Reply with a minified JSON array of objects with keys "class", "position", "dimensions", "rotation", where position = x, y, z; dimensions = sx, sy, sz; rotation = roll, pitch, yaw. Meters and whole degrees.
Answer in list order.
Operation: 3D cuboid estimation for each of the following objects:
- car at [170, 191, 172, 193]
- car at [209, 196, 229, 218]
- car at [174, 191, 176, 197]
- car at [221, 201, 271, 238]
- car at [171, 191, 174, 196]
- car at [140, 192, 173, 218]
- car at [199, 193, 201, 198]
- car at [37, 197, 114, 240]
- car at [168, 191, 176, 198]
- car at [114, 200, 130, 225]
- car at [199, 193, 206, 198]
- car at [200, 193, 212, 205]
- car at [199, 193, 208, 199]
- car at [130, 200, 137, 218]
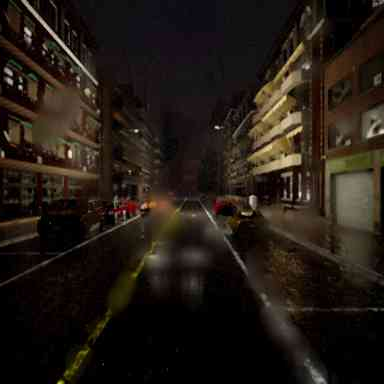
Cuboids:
[{"class":"car","position":[-5.671,1.056,67.185],"dimensions":[2.008,1.369,4.403],"rotation":[0,0,0]},{"class":"car","position":[2.699,1.342,27.727],"dimensions":[1.887,1.381,4.507],"rotation":[0,0,0]},{"class":"car","position":[-5.666,0.923,84.094],"dimensions":[1.887,1.381,4.507],"rotation":[0,0,0]},{"class":"car","position":[2.696,1.403,16.625],"dimensions":[1.752,1.417,4.829],"rotation":[0,0,0]},{"class":"car","position":[-5.670,1.014,72.822],"dimensions":[2.008,1.369,4.403],"rotation":[0,0,0]},{"class":"car","position":[-2.993,1.147,27.796],"dimensions":[2.097,1.767,4.553],"rotation":[0,1,0]},{"class":"car","position":[2.712,0.987,72.985],"dimensions":[1.752,1.417,4.829],"rotation":[0,0,0]},{"class":"car","position":[-5.684,1.195,16.460],"dimensions":[2.192,1.841,5.009],"rotation":[0,0,0]},{"class":"car","position":[-5.662,0.609,95.365],"dimensions":[2.192,1.841,5.009],"rotation":[0,0,0]},{"class":"car","position":[-5.683,1.279,22.096],"dimensions":[1.967,1.590,4.097],"rotation":[0,0,0]},{"class":"car","position":[2.716,0.918,89.724],"dimensions":[1.802,1.307,4.206],"rotation":[0,0,0]},{"class":"car","position":[2.705,1.182,50.271],"dimensions":[2.008,1.369,4.403],"rotation":[0,0,0]},{"class":"car","position":[2.713,0.986,78.452],"dimensions":[1.947,1.339,4.313],"rotation":[0,0,0]},{"class":"car","position":[-5.681,1.342,27.734],"dimensions":[1.887,1.381,4.507],"rotation":[0,0,0]}]
